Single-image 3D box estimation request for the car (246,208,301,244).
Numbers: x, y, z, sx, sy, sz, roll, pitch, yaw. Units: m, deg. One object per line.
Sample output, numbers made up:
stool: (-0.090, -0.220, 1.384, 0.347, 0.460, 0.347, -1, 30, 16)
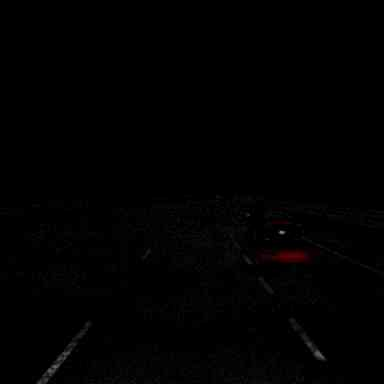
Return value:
car: (3.772, 1.506, 16.072, 1.882, 1.535, 5.008, 0, 0, 2)
